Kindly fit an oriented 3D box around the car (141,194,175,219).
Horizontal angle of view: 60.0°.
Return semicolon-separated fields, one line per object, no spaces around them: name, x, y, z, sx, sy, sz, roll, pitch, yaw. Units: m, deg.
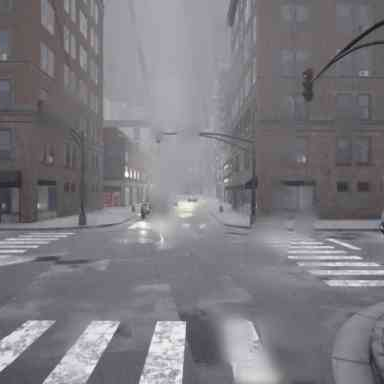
car;-3.102;1.235;29.748;2.150;2.045;5.566;0;0;2

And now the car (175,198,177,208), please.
car;-3.122;1.544;39.421;1.812;1.442;4.674;0;0;0

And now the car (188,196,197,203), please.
car;0.067;1.516;69.997;2.128;1.511;4.902;0;0;0

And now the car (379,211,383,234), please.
car;11.040;1.617;14.647;4.718;1.301;1.895;0;0;2
